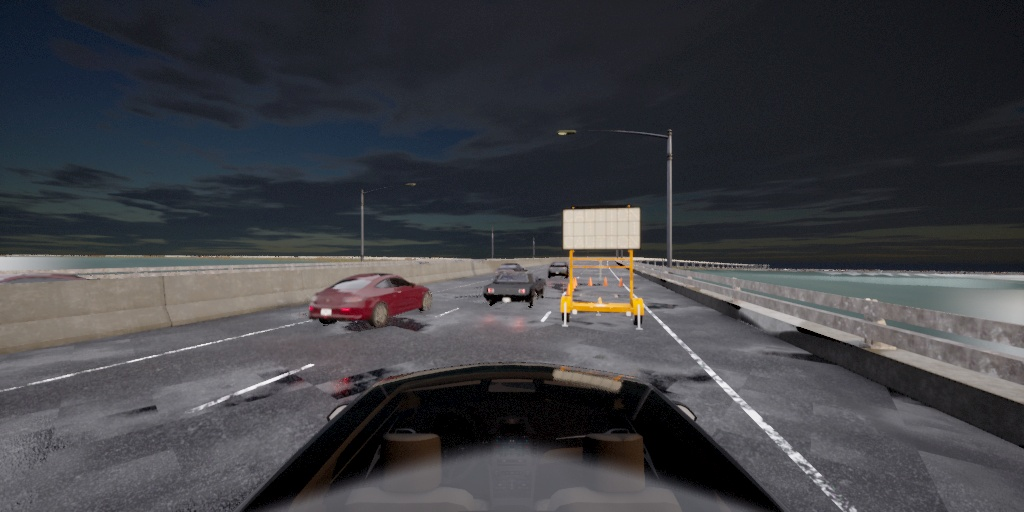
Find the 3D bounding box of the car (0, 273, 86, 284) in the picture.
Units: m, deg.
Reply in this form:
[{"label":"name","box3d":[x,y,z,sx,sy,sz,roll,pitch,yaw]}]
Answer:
[{"label":"car","box3d":[-15.336,1.274,10.946,1.812,1.442,4.674,0,0,13]}]

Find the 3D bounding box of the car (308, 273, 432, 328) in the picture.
[{"label":"car","box3d":[-4.252,1.276,11.453,1.812,1.442,4.674,0,0,13]}]

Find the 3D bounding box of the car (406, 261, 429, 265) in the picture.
[{"label":"car","box3d":[-13.113,1.355,50.851,1.895,1.301,4.718,0,0,14]}]

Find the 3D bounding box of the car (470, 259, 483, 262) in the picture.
[{"label":"car","box3d":[-5.372,1.258,53.032,1.837,1.490,4.892,0,0,14]}]

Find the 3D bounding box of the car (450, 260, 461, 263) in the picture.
[{"label":"car","box3d":[-8.482,1.317,55.033,1.994,1.385,4.181,0,0,14]}]

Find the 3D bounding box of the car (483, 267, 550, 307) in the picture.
[{"label":"car","box3d":[0.315,1.353,15.647,1.895,1.301,4.718,0,0,13]}]

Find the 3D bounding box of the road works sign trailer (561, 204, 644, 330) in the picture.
[{"label":"road works sign trailer","box3d":[2.797,0.216,11.321,2.380,3.560,2.880,0,0,13]}]

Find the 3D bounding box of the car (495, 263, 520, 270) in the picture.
[{"label":"car","box3d":[-0.046,1.301,29.462,2.033,1.411,5.357,0,0,13]}]

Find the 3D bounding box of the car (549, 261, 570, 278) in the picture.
[{"label":"car","box3d":[4.515,1.245,33.514,2.128,1.511,4.902,0,0,13]}]
